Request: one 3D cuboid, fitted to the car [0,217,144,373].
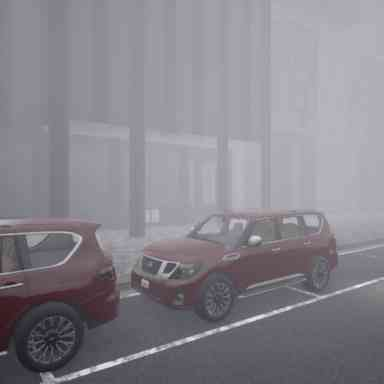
[{"bbox_3d":[-3.382,1.315,4.118,5.009,1.841,2.192,0,0,-35],"label":"car"}]

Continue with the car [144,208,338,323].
[{"bbox_3d":[1.210,1.314,7.393,5.009,1.841,2.192,0,0,-35],"label":"car"}]
